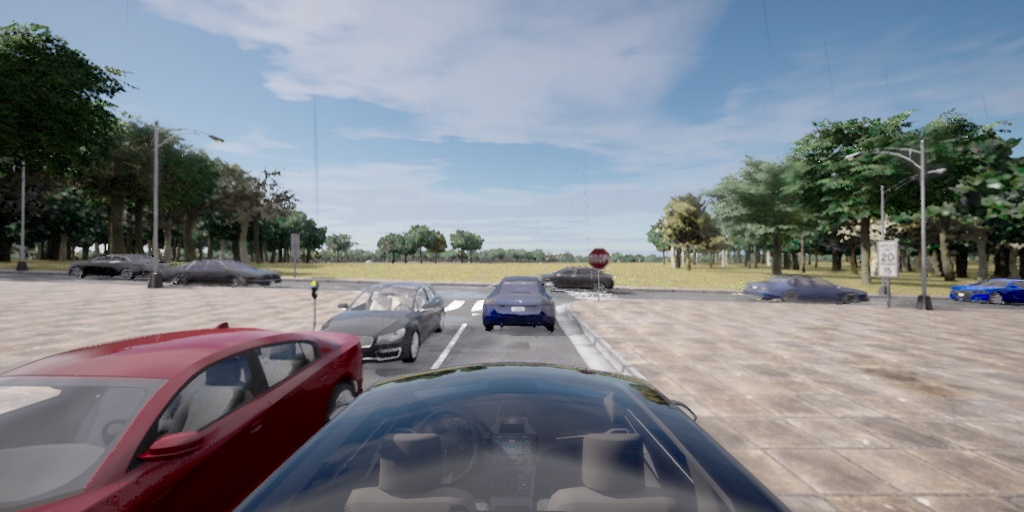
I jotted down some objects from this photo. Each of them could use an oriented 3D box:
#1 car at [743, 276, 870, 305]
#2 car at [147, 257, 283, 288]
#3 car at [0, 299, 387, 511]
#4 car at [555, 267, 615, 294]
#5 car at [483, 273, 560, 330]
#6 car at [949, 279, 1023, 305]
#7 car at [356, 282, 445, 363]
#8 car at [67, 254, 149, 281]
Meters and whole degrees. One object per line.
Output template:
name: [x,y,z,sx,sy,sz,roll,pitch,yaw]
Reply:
car: [15.010,1.735,18.490,5.357,1.411,2.033,2,-1,0]
car: [-15.008,0.896,18.528,5.357,1.411,2.033,2,-1,0]
car: [-2.637,1.295,2.509,1.888,1.381,4.507,0,0,0]
car: [3.616,1.398,21.455,4.892,1.490,1.837,2,-1,0]
car: [0.299,1.310,11.100,1.994,1.385,4.181,0,0,4]
car: [29.347,2.113,21.419,5.008,1.535,1.882,2,-1,0]
car: [-2.633,1.298,8.051,2.007,1.370,4.403,0,0,0]
car: [-23.511,0.637,21.485,4.902,1.511,2.128,2,-1,0]
